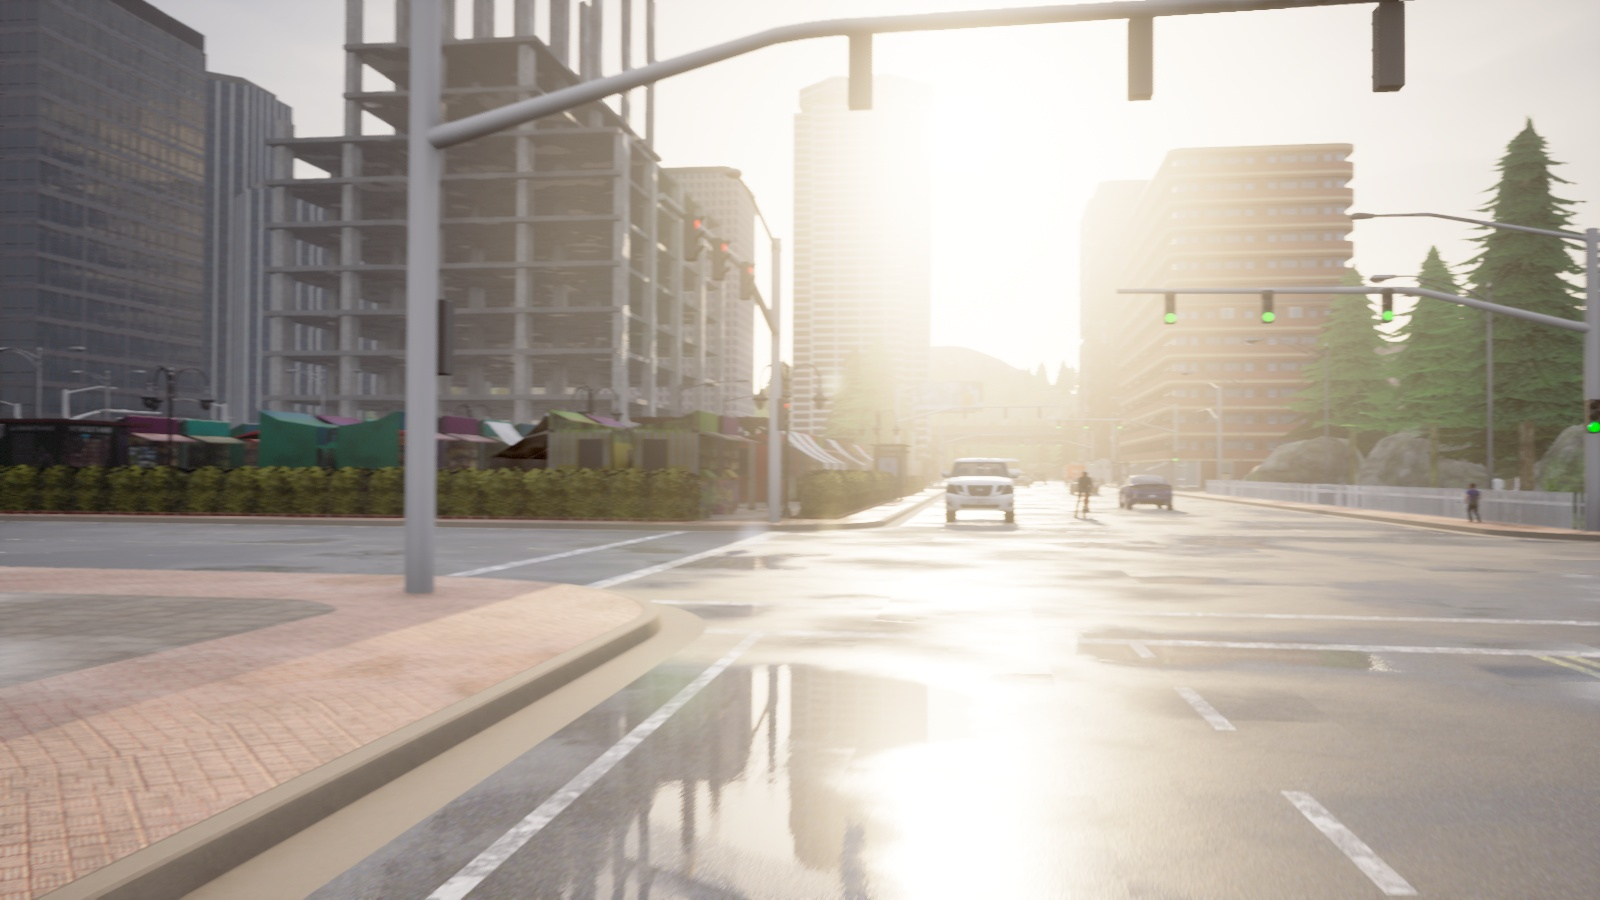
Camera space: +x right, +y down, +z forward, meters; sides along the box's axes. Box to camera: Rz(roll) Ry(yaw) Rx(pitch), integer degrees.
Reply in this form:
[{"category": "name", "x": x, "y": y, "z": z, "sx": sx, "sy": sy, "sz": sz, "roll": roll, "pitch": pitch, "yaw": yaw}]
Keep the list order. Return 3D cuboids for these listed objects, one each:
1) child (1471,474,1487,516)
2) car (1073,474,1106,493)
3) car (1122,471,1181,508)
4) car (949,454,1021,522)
[{"category": "child", "x": 20.158, "y": 1.333, "z": 37.286, "sx": 0.270, "sy": 1.263, "sz": 0.437, "roll": 0, "pitch": -1, "yaw": 9}, {"category": "car", "x": 20.217, "y": 2.339, "z": 87.776, "sx": 1.895, "sy": 1.301, "sz": 4.718, "roll": 0, "pitch": -1, "yaw": 9}, {"category": "car", "x": 15.165, "y": 1.670, "z": 54.420, "sx": 1.882, "sy": 1.535, "sz": 5.008, "roll": 0, "pitch": -1, "yaw": 9}, {"category": "car", "x": 5.992, "y": 1.200, "z": 40.604, "sx": 2.150, "sy": 2.045, "sz": 5.566, "roll": 0, "pitch": -1, "yaw": 9}]
